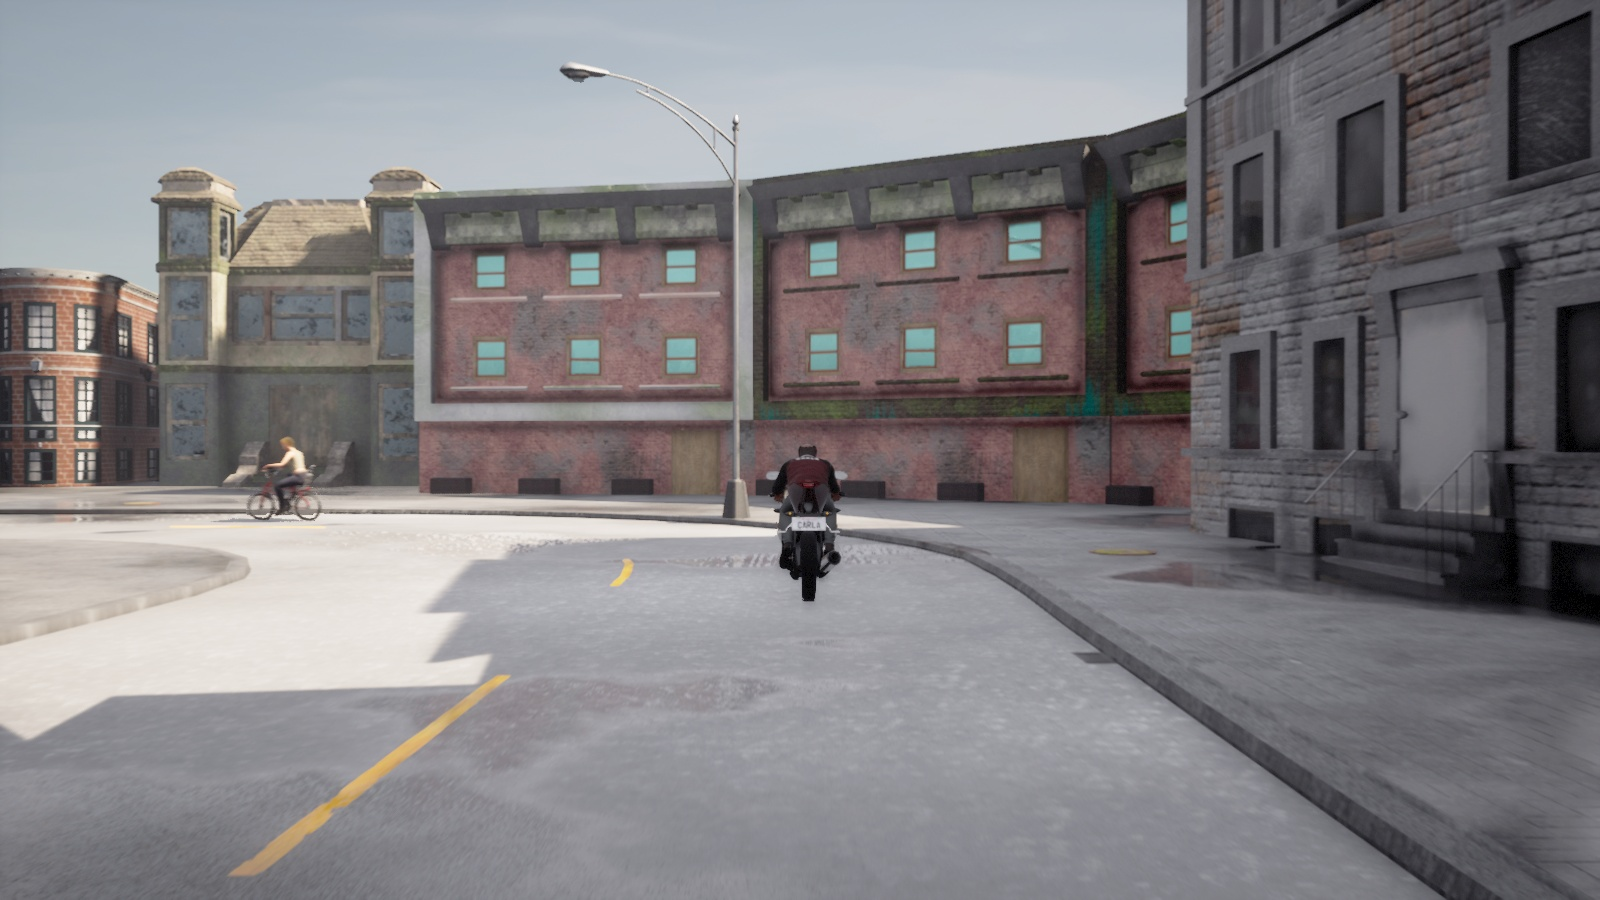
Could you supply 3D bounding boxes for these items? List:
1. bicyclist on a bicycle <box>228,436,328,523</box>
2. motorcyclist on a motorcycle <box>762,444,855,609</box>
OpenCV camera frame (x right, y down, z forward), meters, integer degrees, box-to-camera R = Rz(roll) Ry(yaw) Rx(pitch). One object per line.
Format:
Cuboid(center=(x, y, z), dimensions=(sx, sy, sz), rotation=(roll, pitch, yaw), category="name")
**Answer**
Cuboid(center=(-9.937, 0.541, 23.946), dimensions=(1.509, 1.612, 0.866), rotation=(0, 2, 7), category="bicyclist on a bicycle")
Cuboid(center=(0.075, 0.710, 12.791), dimensions=(0.866, 1.530, 2.191), rotation=(0, 0, 0), category="motorcyclist on a motorcycle")
